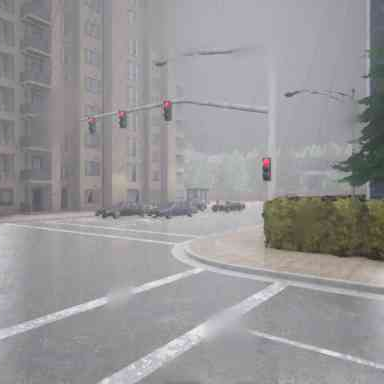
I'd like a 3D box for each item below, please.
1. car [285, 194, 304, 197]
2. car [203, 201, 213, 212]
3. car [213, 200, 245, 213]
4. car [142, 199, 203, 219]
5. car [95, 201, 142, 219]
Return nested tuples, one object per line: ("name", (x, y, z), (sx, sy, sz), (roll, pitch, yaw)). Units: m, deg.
("car", (13.946, 1.222, 44.434), (2.150, 2.045, 5.566), (0, 0, 36))
("car", (-0.223, 1.491, 37.181), (2.128, 1.511, 4.902), (0, 0, 36))
("car", (4.076, 1.601, 37.132), (1.895, 1.301, 4.718), (0, 0, 36))
("car", (-1.579, 1.547, 29.389), (2.033, 1.411, 5.357), (0, 0, 36))
("car", (-5.915, 1.547, 29.383), (2.033, 1.411, 5.357), (0, 0, 36))
